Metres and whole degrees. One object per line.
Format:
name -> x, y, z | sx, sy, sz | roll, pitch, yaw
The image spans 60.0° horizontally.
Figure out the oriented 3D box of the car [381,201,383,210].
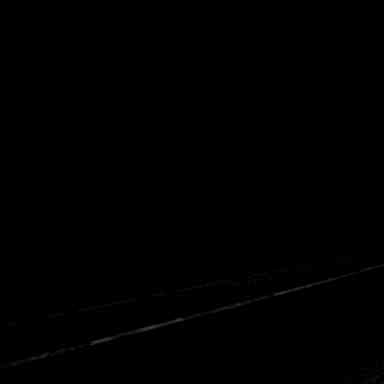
car -> 24.351, 1.537, 39.528 | 2.128, 1.511, 4.902 | 1, 0, 4
